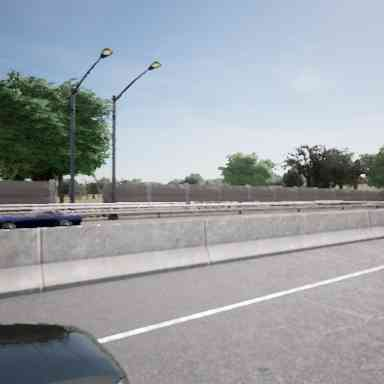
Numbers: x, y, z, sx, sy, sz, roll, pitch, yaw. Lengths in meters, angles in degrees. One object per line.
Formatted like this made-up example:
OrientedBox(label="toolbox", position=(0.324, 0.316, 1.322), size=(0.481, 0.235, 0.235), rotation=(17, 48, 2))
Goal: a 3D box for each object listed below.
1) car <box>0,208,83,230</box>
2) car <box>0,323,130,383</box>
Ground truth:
OrientedBox(label="car", position=(-8.914, 1.622, 19.125), size=(4.718, 1.301, 1.895), rotation=(0, 0, -36))
OrientedBox(label="car", position=(-2.412, 1.560, 2.023), size=(4.181, 1.385, 1.994), rotation=(0, 0, -36))
